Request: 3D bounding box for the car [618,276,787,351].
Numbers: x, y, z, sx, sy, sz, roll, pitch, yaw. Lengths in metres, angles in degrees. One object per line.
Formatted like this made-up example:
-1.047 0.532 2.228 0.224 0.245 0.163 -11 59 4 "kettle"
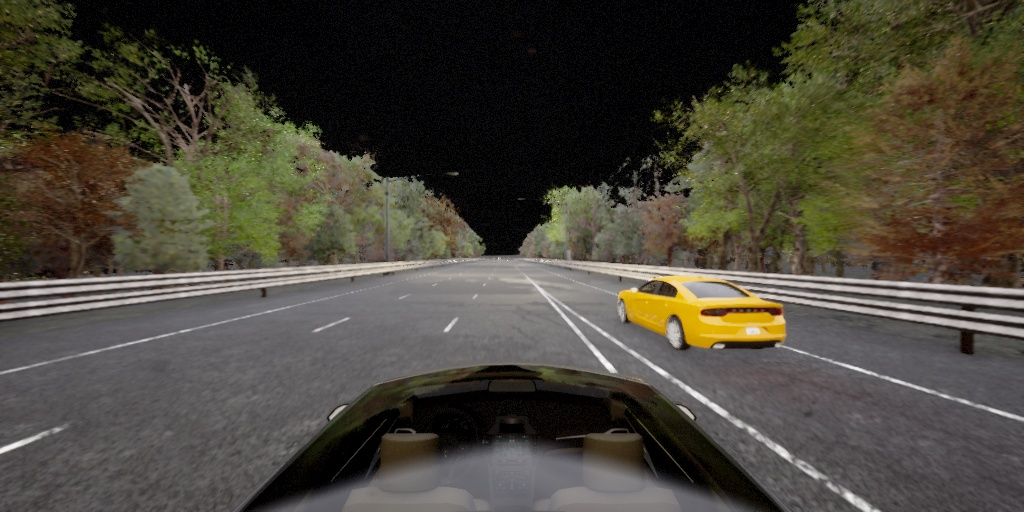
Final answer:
4.267 1.231 9.042 1.882 1.535 5.008 0 0 -4 "car"
